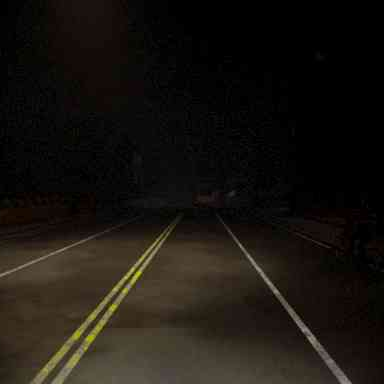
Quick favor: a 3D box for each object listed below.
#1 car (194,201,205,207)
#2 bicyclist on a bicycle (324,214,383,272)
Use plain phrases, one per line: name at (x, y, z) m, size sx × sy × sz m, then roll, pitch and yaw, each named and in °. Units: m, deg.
car at (1.347, 2.530, 59.869) m, size 2.128 × 1.511 × 4.902 m, roll 0°, pitch -10°, yaw 1°
bicyclist on a bicycle at (4.515, 1.434, 9.277) m, size 1.656 × 1.620 × 0.582 m, roll 0°, pitch 0°, yaw 1°
